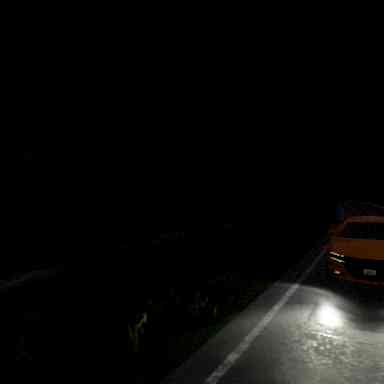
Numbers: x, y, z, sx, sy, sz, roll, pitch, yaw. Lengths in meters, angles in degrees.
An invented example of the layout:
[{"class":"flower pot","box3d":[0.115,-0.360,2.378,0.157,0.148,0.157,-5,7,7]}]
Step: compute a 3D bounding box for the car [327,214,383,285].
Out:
[{"class":"car","box3d":[5.030,1.450,9.381,1.882,1.535,5.008,1,1,28]}]
